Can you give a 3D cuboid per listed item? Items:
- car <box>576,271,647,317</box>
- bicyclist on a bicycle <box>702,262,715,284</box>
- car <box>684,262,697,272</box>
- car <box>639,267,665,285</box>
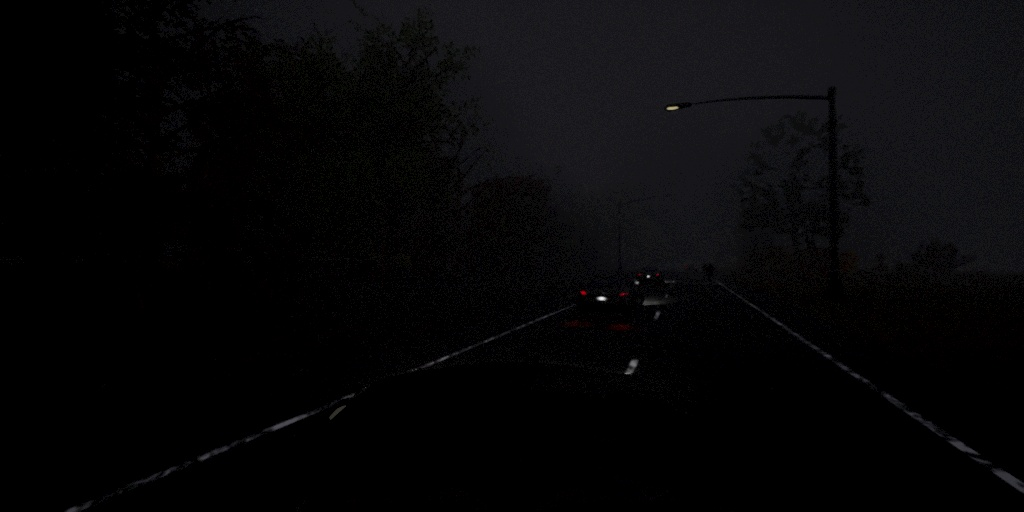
[{"bbox_3d":[3.928,1.444,14.017,1.994,1.385,4.181,-1,-1,26],"label":"car"},{"bbox_3d":[15.357,1.372,27.730,0.659,1.776,1.843,-1,-1,26],"label":"bicyclist on a bicycle"},{"bbox_3d":[28.932,1.859,57.985,2.033,1.411,5.357,-1,-1,26],"label":"car"},{"bbox_3d":[11.544,1.603,29.873,1.994,1.385,4.181,-1,-1,26],"label":"car"}]
